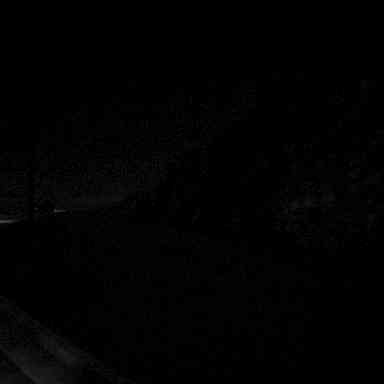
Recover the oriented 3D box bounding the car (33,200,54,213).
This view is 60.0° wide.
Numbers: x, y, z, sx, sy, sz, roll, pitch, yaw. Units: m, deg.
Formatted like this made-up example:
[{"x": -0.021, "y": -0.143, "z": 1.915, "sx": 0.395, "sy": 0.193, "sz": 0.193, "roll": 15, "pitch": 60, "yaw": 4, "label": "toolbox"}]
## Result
[{"x": -17.981, "y": 1.700, "z": 39.901, "sx": 1.812, "sy": 1.442, "sz": 4.674, "roll": 0, "pitch": 0, "yaw": -8, "label": "car"}]
